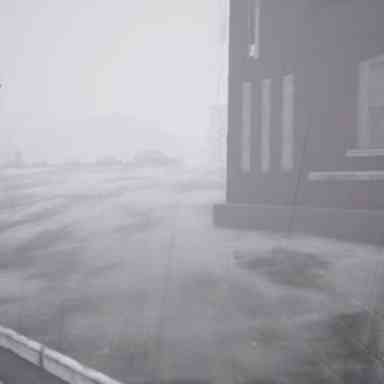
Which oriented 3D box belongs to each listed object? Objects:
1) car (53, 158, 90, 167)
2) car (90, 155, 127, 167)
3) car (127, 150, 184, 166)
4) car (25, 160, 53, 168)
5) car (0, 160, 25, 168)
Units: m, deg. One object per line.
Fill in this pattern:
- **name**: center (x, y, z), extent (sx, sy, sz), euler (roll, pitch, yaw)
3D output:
- **car**: center (-13.813, -3.361, 40.184), extent (4.892, 1.521, 2.231), euler (1, 1, 27)
- **car**: center (-8.732, -3.365, 37.742), extent (4.553, 1.767, 2.185), euler (1, 1, 26)
- **car**: center (-3.631, -3.346, 35.403), extent (5.566, 2.045, 2.435), euler (2, 1, 25)
- **car**: center (-18.645, -3.422, 42.642), extent (4.674, 1.452, 2.002), euler (1, 1, 28)
- **car**: center (-23.509, -3.533, 45.249), extent (4.792, 1.488, 2.163), euler (1, 1, 29)
